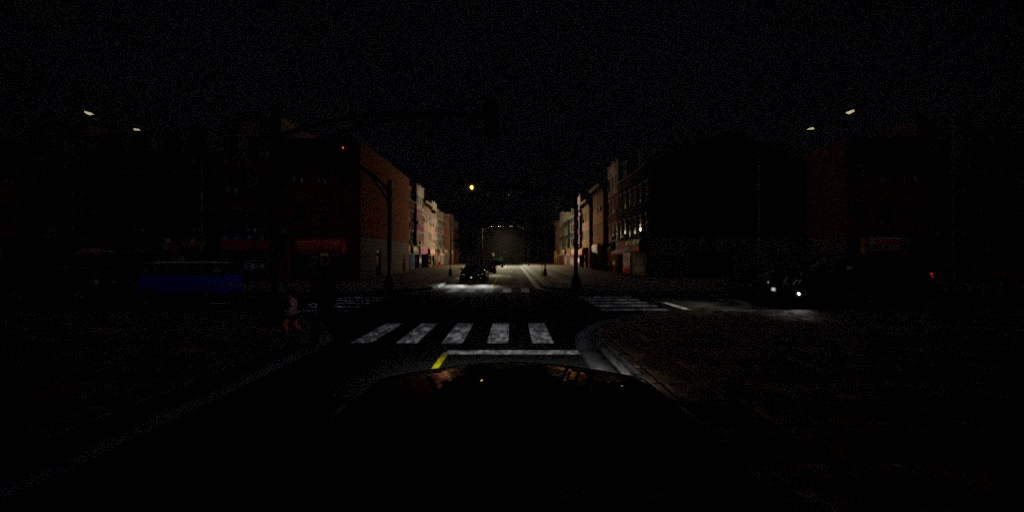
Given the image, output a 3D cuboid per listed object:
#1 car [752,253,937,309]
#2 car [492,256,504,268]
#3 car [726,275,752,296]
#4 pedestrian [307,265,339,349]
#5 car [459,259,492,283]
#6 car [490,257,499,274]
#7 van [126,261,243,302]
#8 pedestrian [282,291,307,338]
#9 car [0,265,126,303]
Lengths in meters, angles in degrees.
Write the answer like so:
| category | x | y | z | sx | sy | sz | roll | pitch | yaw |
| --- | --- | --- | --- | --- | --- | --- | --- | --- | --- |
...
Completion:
| category | x | y | z | sx | sy | sz | roll | pitch | yaw |
| --- | --- | --- | --- | --- | --- | --- | --- | --- | --- |
| car | 12.969 | 0.919 | 14.002 | 5.566 | 2.045 | 2.150 | -1 | 0 | 0 |
| car | -2.632 | 0.978 | 62.120 | 2.150 | 2.045 | 5.566 | 0 | 0 | 0 |
| car | 12.289 | 1.252 | 16.538 | 4.403 | 1.370 | 2.007 | 0 | 0 | 0 |
| pedestrian | -3.942 | 1.039 | 7.501 | 0.375 | 1.860 | 0.375 | 0 | 0 | 0 |
| car | -2.819 | 1.245 | 27.464 | 1.837 | 1.490 | 4.892 | 0 | 0 | 1 |
| car | -2.768 | 1.214 | 40.772 | 1.882 | 1.535 | 5.008 | 0 | 0 | 0 |
| van | -14.714 | 1.110 | 16.465 | 3.998 | 1.789 | 1.690 | 0 | 0 | 0 |
| pedestrian | -4.908 | 1.266 | 8.103 | 0.500 | 1.100 | 0.500 | 0 | 0 | 0 |
| car | -20.189 | 1.225 | 16.450 | 4.097 | 1.591 | 1.967 | 0 | 0 | 0 |
